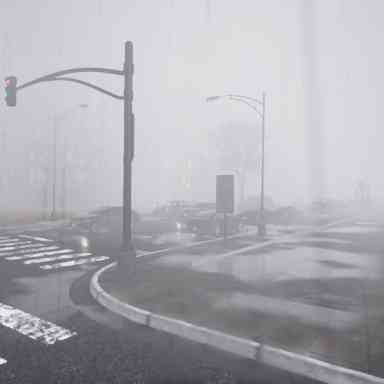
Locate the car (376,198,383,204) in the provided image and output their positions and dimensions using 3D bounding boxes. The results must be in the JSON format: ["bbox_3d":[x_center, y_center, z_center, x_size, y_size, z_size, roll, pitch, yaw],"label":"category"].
[{"bbox_3d":[44.664,2.047,78.102,2.008,1.369,4.403,1,0,36],"label":"car"}]

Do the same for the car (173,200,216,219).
[{"bbox_3d":[0.894,1.591,28.311,1.837,1.490,4.892,1,0,36],"label":"car"}]

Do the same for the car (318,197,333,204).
[{"bbox_3d":[28.049,1.849,69.643,1.947,1.339,4.313,1,0,36],"label":"car"}]

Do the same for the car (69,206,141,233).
[{"bbox_3d":[-5.108,1.564,20.147,1.812,1.442,4.674,1,0,36],"label":"car"}]

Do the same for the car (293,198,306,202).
[{"bbox_3d":[18.087,1.727,56.088,1.752,1.417,4.829,1,0,36],"label":"car"}]

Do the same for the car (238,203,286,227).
[{"bbox_3d":[4.695,1.737,23.495,1.947,1.339,4.313,1,0,36],"label":"car"}]

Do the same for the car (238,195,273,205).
[{"bbox_3d":[7.135,1.358,36.784,2.150,2.045,5.566,1,0,36],"label":"car"}]

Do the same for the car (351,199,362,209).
[{"bbox_3d":[24.942,1.774,51.264,1.967,1.590,4.097,1,0,36],"label":"car"}]

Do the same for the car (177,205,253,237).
[{"bbox_3d":[1.449,1.696,19.077,2.008,1.369,4.403,1,0,36],"label":"car"}]

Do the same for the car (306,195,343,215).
[{"bbox_3d":[15.151,1.569,37.796,2.192,1.841,5.009,1,0,36],"label":"car"}]

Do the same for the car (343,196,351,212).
[{"bbox_3d":[18.410,1.721,42.289,1.967,1.590,4.097,1,0,36],"label":"car"}]

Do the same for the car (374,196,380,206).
[{"bbox_3d":[34.903,1.941,64.820,1.752,1.417,4.829,1,0,36],"label":"car"}]

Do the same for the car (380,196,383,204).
[{"bbox_3d":[41.380,1.784,73.629,2.192,1.841,5.009,1,0,36],"label":"car"}]

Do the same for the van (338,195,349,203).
[{"bbox_3d":[37.912,1.707,83.063,1.690,1.788,3.998,1,0,36],"label":"van"}]

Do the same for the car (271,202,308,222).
[{"bbox_3d":[7.939,1.779,27.911,1.802,1.307,4.206,1,0,36],"label":"car"}]

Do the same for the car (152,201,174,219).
[{"bbox_3d":[-1.637,1.481,29.463,1.967,1.590,4.097,1,0,36],"label":"car"}]
